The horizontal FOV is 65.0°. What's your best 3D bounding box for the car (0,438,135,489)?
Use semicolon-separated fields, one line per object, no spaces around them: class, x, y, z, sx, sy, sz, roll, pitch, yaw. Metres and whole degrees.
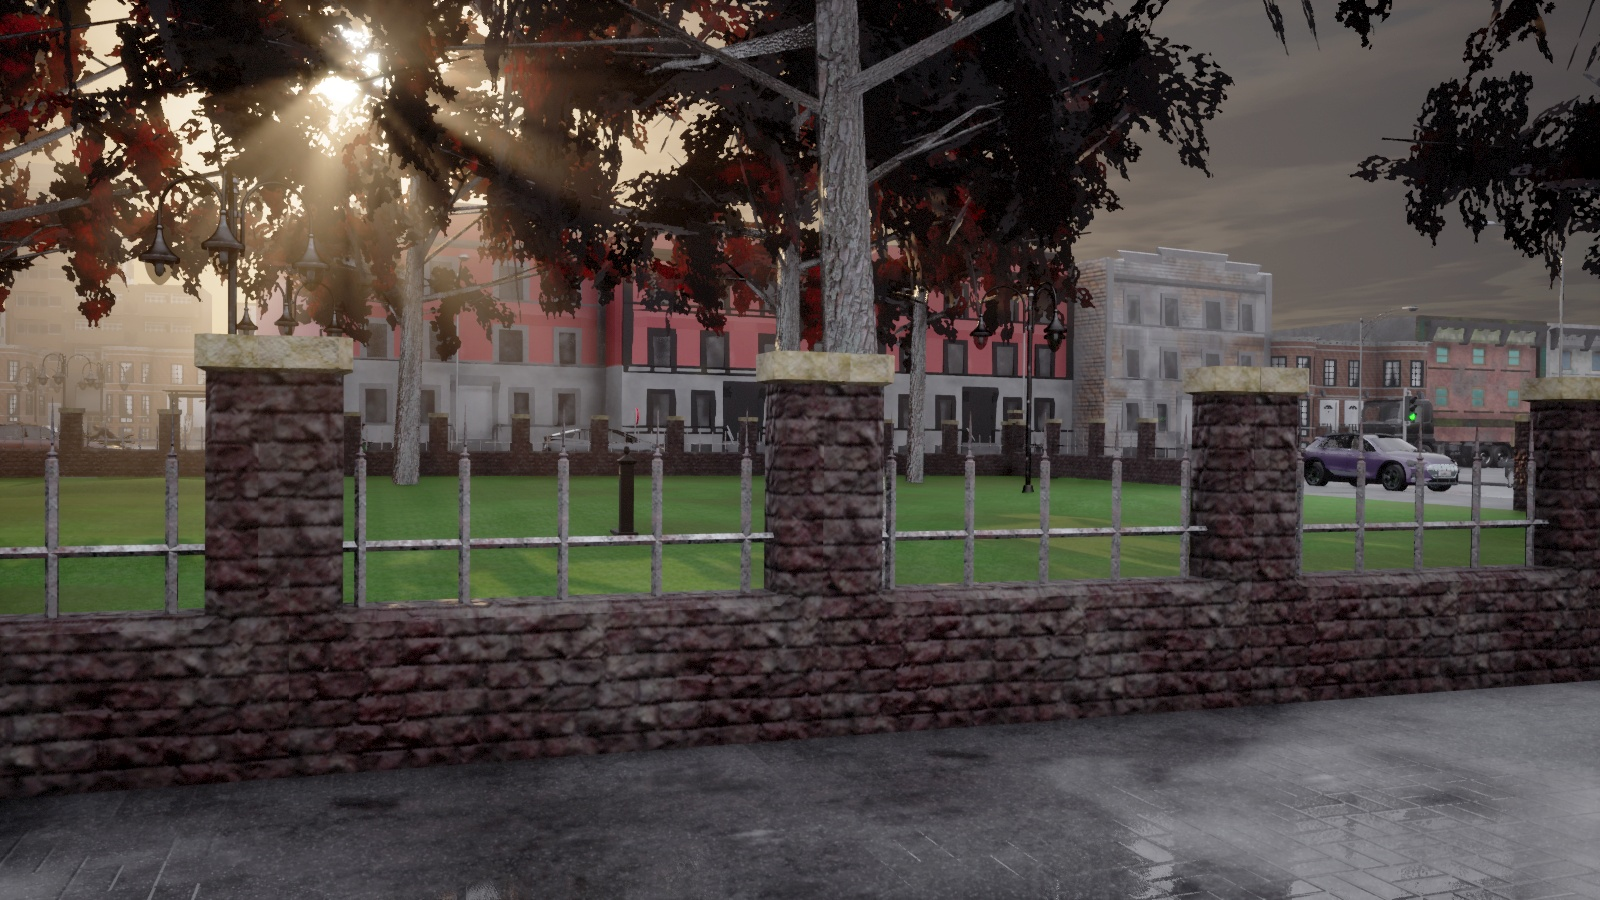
car;-23.636;0.415;39.209;4.792;1.488;2.163;-1;1;-19

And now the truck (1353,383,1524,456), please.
truck;31.763;-1.543;62.450;7.936;3.462;2.891;-1;1;-19

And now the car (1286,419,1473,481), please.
car;16.602;-0.041;36.265;2.033;1.649;4.856;-1;1;-21

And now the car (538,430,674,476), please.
car;-6.960;0.089;44.948;4.514;1.525;2.007;-1;1;-18

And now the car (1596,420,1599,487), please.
car;19.865;0.094;26.833;2.007;1.525;4.514;-1;1;-21
